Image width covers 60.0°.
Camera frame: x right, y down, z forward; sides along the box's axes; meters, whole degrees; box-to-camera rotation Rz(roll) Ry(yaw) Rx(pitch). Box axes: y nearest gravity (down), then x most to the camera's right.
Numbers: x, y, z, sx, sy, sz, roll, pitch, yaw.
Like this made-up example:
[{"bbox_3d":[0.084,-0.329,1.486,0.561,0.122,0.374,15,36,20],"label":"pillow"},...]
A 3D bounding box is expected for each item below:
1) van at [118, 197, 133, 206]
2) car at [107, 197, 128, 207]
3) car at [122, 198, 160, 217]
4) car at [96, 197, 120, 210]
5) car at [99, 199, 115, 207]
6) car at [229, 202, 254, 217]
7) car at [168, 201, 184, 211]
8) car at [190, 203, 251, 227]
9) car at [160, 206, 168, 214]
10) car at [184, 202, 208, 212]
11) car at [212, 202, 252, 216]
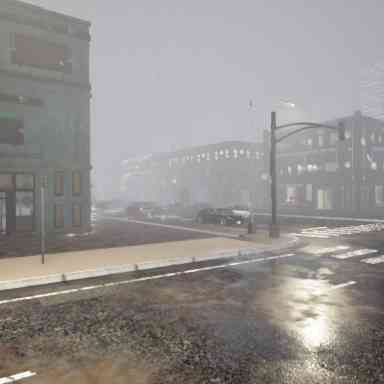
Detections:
[{"bbox_3d":[-11.361,1.905,59.747,1.690,1.788,3.998,-1,0,-35],"label":"van"},{"bbox_3d":[-14.501,1.938,64.305,2.192,1.841,5.009,-1,0,-35],"label":"car"},{"bbox_3d":[-5.702,1.845,36.757,1.967,1.590,4.097,-1,0,-35],"label":"car"},{"bbox_3d":[-13.976,2.075,53.510,2.128,1.511,4.902,-1,0,-34],"label":"car"},{"bbox_3d":[-17.635,2.226,68.864,1.887,1.381,4.507,-1,0,-35],"label":"car"},{"bbox_3d":[3.097,1.845,28.566,1.895,1.301,4.718,-1,0,-35],"label":"car"},{"bbox_3d":[-1.937,1.964,46.071,1.802,1.307,4.206,-1,0,-35],"label":"car"},{"bbox_3d":[2.071,1.813,25.260,1.947,1.339,4.313,-1,0,-35],"label":"car"},{"bbox_3d":[-5.296,1.890,40.767,1.882,1.535,5.008,-1,0,-34],"label":"car"},{"bbox_3d":[1.202,1.902,41.512,1.802,1.307,4.206,-2,0,-35],"label":"car"},{"bbox_3d":[4.341,1.807,36.953,2.008,1.369,4.403,-2,0,-35],"label":"car"}]
